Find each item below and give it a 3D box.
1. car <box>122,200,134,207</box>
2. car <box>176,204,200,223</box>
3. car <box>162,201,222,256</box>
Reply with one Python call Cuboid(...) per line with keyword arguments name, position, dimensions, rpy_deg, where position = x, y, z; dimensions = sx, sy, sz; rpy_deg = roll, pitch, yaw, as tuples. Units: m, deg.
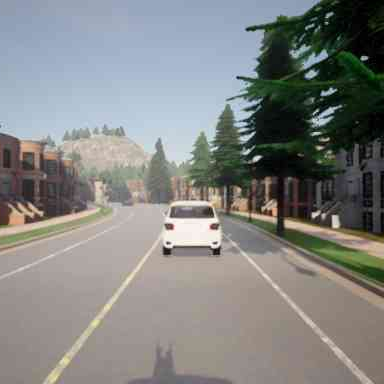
Cuboid(name="car", position=(-13.283, 2.321, 69.090), dimensions=(1.994, 1.385, 4.181), rpy_deg=(0, -1, -21))
Cuboid(name="car", position=(-0.473, 1.854, 29.482), dimensions=(1.812, 1.442, 4.674), rpy_deg=(0, 0, -5))
Cuboid(name="car", position=(-0.004, 1.372, 13.974), dimensions=(2.150, 2.045, 5.566), rpy_deg=(0, -1, 0))
